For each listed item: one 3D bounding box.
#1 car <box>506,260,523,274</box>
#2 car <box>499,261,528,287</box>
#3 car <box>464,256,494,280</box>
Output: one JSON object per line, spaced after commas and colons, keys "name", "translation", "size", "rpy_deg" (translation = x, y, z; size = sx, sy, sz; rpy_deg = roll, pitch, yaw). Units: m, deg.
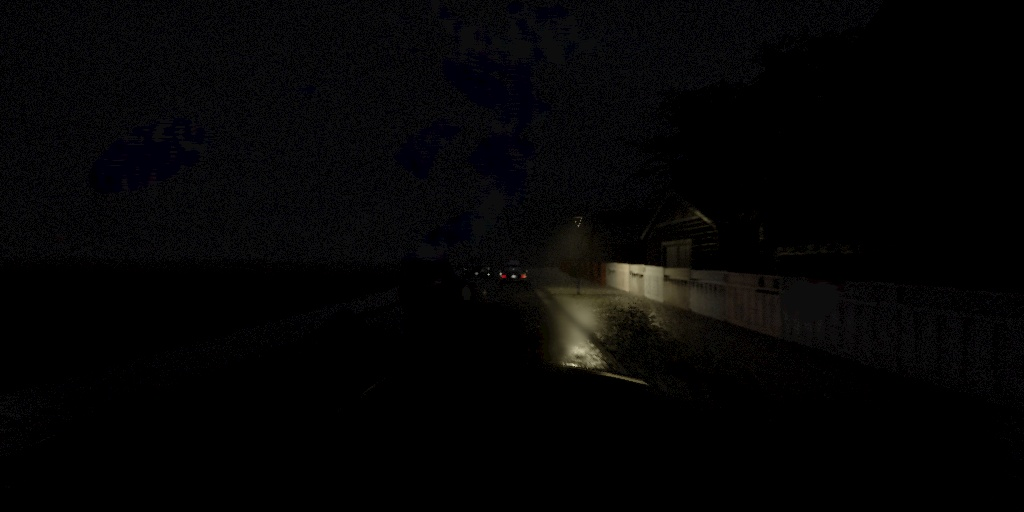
{"name": "car", "translation": [0.329, 1.256, 42.426], "size": [1.812, 1.442, 4.674], "rpy_deg": [0, 0, 4]}
{"name": "car", "translation": [0.095, 1.289, 24.167], "size": [2.033, 1.411, 5.357], "rpy_deg": [0, 0, 0]}
{"name": "car", "translation": [-2.755, 1.015, 30.726], "size": [2.150, 2.045, 5.566], "rpy_deg": [0, 0, 0]}
